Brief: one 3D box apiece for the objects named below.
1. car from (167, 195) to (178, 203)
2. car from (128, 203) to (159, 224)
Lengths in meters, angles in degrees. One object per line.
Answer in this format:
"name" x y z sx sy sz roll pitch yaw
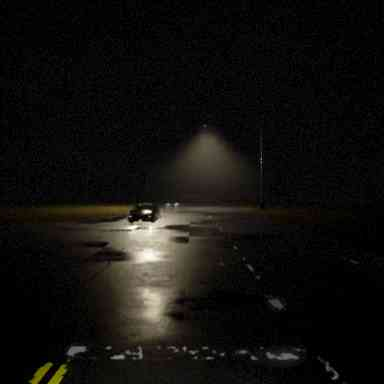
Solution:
"car" -3.766 1.388 63.438 1.837 1.490 4.892 0 0 0
"car" -3.525 1.556 25.252 2.033 1.411 5.357 0 0 0
